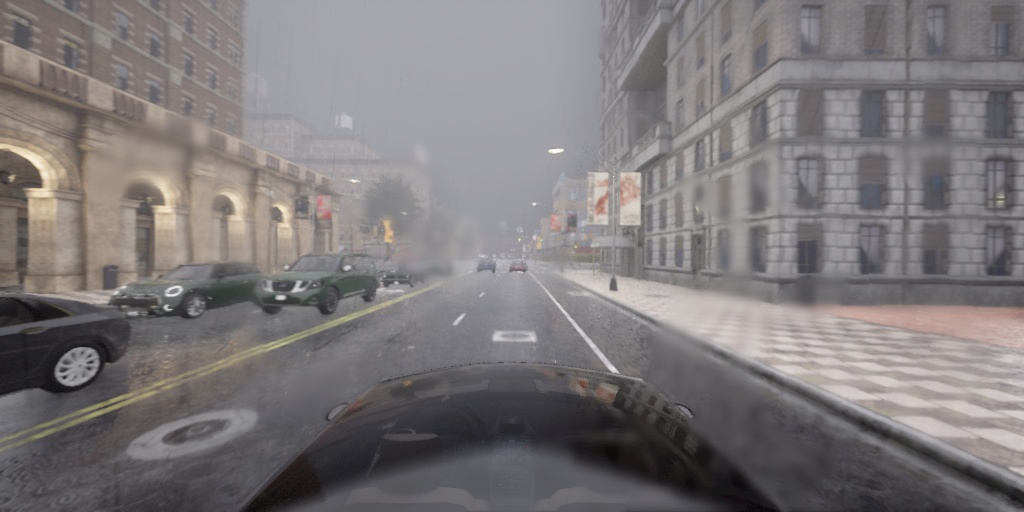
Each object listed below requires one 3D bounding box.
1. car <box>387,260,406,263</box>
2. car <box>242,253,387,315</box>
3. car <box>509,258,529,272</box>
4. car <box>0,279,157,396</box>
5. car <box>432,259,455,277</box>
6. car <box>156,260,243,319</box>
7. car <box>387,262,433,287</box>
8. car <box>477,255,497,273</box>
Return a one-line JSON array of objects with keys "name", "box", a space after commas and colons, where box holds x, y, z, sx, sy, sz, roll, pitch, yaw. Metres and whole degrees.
[{"name": "car", "box": [-10.229, 1.155, 31.308, 1.837, 1.490, 4.892, 1, 0, 1]}, {"name": "car", "box": [-6.954, 0.904, 13.623, 2.150, 2.045, 5.566, 1, 0, 1]}, {"name": "car", "box": [0.948, 1.320, 45.645, 1.994, 1.385, 4.181, 0, 0, 9]}, {"name": "car", "box": [-7.098, 1.187, 3.759, 1.837, 1.490, 4.892, 1, 0, 0]}, {"name": "car", "box": [-6.701, 1.036, 33.667, 2.097, 1.767, 4.553, 1, 0, 1]}, {"name": "car", "box": [-10.478, 1.002, 12.188, 2.097, 1.767, 4.553, 1, 0, 1]}, {"name": "car", "box": [-6.825, 1.284, 23.469, 1.895, 1.301, 4.718, 1, 0, 1]}, {"name": "car", "box": [-3.018, 1.069, 44.157, 2.097, 1.767, 4.553, 1, 0, 0]}]
